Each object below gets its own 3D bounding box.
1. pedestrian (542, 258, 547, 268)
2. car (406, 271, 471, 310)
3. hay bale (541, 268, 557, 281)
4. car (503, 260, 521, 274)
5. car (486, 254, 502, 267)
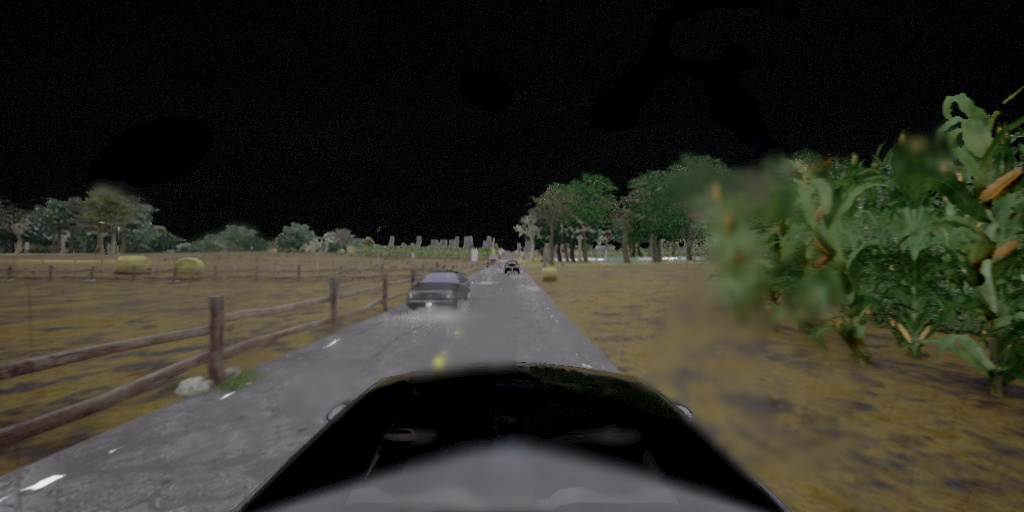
[{"bbox_3d":[2.813,1.082,31.126,0.375,1.860,0.375,1,-1,-5],"label":"pedestrian"},{"bbox_3d":[-2.821,1.332,15.095,2.033,1.411,5.357,0,0,0],"label":"car"},{"bbox_3d":[3.114,1.477,29.991,1.220,1.180,1.240,0,0,0],"label":"hay bale"},{"bbox_3d":[0.025,1.349,44.031,1.837,1.490,4.892,0,-1,0],"label":"car"},{"bbox_3d":[-2.771,0.702,55.694,2.150,2.045,5.566,0,0,0],"label":"car"}]
